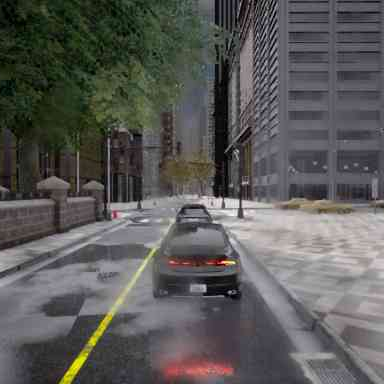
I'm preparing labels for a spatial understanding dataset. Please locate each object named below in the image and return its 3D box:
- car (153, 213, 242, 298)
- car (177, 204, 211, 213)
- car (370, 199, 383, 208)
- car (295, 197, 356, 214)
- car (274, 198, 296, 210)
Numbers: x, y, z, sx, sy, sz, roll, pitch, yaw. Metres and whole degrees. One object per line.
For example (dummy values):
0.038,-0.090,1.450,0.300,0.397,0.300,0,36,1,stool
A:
0.114,1.508,8.471,1.837,1.490,4.892,0,0,0,car
0.101,1.441,18.601,2.033,1.649,4.856,0,0,1,car
23.452,1.146,38.988,4.829,1.417,1.752,-1,1,0,car
12.411,1.343,30.527,4.829,1.417,1.752,-1,1,0,car
12.111,1.330,39.054,4.829,1.417,1.752,-1,1,0,car
